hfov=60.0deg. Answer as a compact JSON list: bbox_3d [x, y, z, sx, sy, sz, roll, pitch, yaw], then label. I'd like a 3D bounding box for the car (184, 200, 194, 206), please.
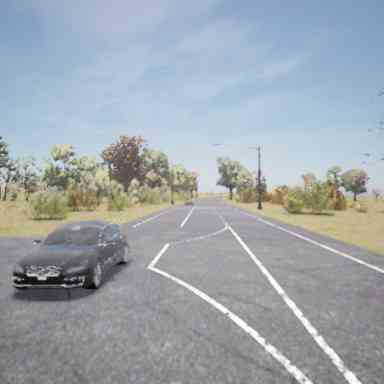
[{"bbox_3d":[-0.722,2.405,75.078,1.994,1.385,4.181,0,-1,4],"label":"car"}]

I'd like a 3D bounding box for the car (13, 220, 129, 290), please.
[{"bbox_3d":[-3.103,1.620,9.506,1.837,1.490,4.892,0,-1,2],"label":"car"}]
